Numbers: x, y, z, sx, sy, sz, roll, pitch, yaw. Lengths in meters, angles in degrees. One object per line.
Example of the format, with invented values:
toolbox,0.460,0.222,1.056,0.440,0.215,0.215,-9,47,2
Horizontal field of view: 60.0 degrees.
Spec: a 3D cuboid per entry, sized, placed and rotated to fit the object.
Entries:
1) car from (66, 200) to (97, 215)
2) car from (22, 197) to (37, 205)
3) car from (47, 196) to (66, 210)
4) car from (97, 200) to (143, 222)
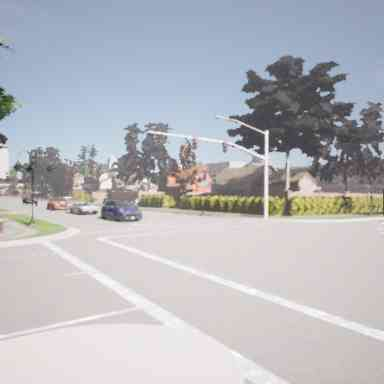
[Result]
car,-11.716,1.730,35.964,1.895,1.301,4.718,1,0,-36
car,-29.819,1.629,61.096,2.128,1.511,4.902,1,0,-36
car,-17.611,1.480,44.101,2.097,1.767,4.553,1,0,-36
car,-5.964,1.483,28.034,2.097,1.767,4.553,1,0,-36
